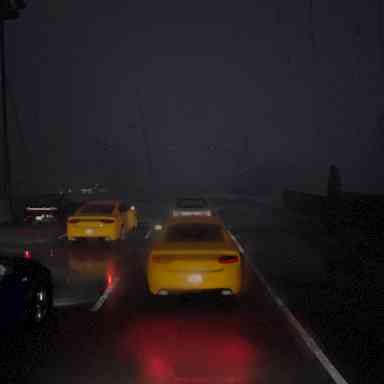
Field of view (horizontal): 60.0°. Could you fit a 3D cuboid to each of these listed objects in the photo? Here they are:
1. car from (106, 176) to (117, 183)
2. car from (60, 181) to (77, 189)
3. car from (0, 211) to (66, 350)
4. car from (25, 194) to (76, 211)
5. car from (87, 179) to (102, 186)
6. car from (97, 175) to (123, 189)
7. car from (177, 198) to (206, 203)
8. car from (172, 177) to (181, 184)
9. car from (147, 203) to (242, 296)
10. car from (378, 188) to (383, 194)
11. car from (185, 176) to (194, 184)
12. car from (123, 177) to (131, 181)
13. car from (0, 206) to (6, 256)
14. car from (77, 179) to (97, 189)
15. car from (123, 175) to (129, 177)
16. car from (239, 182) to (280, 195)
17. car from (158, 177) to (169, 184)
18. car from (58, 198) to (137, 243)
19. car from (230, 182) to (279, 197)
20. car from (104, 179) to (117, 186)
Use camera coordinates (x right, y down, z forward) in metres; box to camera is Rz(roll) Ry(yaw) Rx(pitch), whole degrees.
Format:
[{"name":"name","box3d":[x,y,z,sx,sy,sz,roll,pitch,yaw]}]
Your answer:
[{"name":"car","box3d":[-21.703,-3.426,89.897,2.097,1.767,4.553,0,3,0]},{"name":"car","box3d":[-21.514,-1.258,58.510,1.895,1.301,4.718,0,3,0]},{"name":"car","box3d":[-3.427,1.312,3.900,2.097,1.767,4.553,0,1,0]},{"name":"car","box3d":[-7.027,0.860,17.642,2.128,1.511,4.902,0,3,0]},{"name":"car","box3d":[-21.574,-2.135,73.715,1.994,1.385,4.181,0,3,0]},{"name":"car","box3d":[-14.517,-1.674,59.186,2.150,2.045,5.566,0,3,1]},{"name":"car","box3d":[-0.026,0.969,17.778,1.895,1.301,4.718,0,3,0]},{"name":"car","box3d":[-4.172,-2.895,86.091,1.882,1.535,5.008,0,3,0]},{"name":"car","box3d":[0.042,1.314,8.409,1.882,1.535,5.008,0,2,0]},{"name":"car","box3d":[25.647,-0.237,41.053,4.718,1.301,1.895,0,3,1]},{"name":"car","box3d":[-0.672,-2.831,86.123,2.033,1.411,5.357,0,3,0]},{"name":"car","box3d":[-14.580,-2.137,74.562,1.895,1.301,4.718,0,3,0]},{"name":"car","box3d":[-6.957,1.319,8.231,1.882,1.535,5.008,0,2,0]},{"name":"car","box3d":[-18.019,-1.395,59.024,2.128,1.511,4.902,0,3,0]},{"name":"car","box3d":[-18.205,-3.601,90.180,2.150,2.045,5.566,0,3,0]},{"name":"car","box3d":[8.467,-0.452,41.885,4.902,1.511,2.128,1,3,9]},{"name":"car","box3d":[-7.672,-2.844,86.066,2.128,1.511,4.902,0,3,0]},{"name":"car","box3d":[-3.497,1.057,13.732,1.882,1.535,5.008,0,3,0]},{"name":"car","box3d":[6.794,-0.244,37.807,5.008,1.535,1.882,0,3,-3]},{"name":"car","box3d":[-18.077,-2.185,74.121,1.812,1.442,4.674,0,3,0]}]
